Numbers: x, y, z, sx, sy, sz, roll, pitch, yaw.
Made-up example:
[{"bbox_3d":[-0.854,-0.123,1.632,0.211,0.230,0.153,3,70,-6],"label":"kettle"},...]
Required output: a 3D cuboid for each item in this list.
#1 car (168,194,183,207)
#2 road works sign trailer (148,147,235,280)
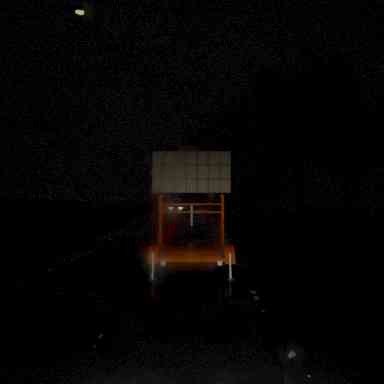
[{"bbox_3d":[-2.703,1.425,55.789,2.150,2.045,5.566,0,0,0],"label":"car"},{"bbox_3d":[-0.011,0.471,9.901,2.380,3.560,2.880,0,0,0],"label":"road works sign trailer"}]
